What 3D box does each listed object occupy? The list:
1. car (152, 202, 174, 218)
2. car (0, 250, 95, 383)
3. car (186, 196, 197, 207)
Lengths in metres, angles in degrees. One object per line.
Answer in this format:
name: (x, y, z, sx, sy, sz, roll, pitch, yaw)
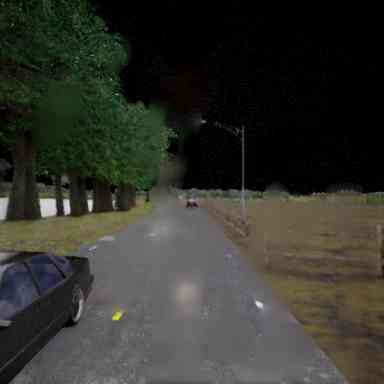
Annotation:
car: (-2.774, 1.731, 32.952, 2.128, 1.511, 4.902, 0, -1, 0)
car: (-2.848, 1.574, 4.390, 2.033, 1.411, 5.357, 0, 0, 0)
car: (-0.035, 1.997, 60.929, 1.882, 1.535, 5.008, 0, -1, 0)
